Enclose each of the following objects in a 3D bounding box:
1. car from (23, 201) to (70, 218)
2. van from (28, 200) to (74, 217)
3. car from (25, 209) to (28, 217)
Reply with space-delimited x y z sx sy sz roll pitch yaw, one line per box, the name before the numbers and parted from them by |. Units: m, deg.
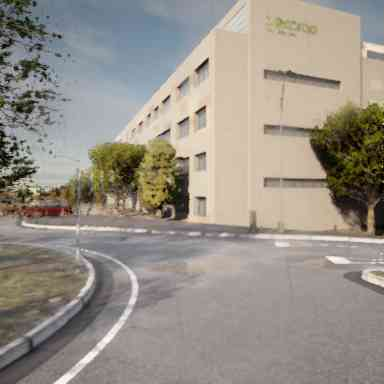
car | -19.189 2.329 44.022 5.566 2.045 2.435 0 -4 -26
van | -15.347 1.848 36.616 4.442 1.987 1.878 0 -3 -26
car | -16.658 2.251 39.056 4.792 1.488 2.163 0 -4 -26
